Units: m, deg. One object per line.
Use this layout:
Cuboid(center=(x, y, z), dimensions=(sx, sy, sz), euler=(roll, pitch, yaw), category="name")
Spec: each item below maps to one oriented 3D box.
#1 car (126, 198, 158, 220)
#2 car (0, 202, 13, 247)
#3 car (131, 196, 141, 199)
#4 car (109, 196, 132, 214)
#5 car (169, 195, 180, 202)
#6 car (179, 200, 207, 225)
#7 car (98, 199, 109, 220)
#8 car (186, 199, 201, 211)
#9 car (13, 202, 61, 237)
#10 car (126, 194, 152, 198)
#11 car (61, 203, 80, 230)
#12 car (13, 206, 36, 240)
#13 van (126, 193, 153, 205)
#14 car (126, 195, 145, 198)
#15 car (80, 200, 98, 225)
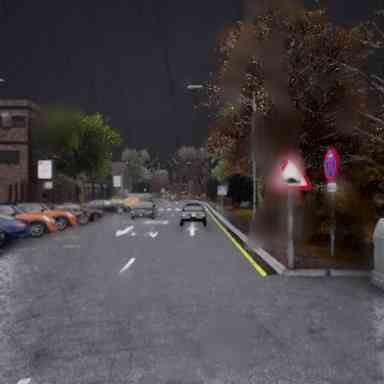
Cuboid(center=(-3.941, 1.532, 28.105), dimensions=(1.837, 1.490, 4.892), euler=(0, 0, 0), category="car")
Cuboid(center=(-9.240, 1.237, 10.748), dimensions=(5.566, 2.045, 2.435), euler=(-1, 0, -20), category="car")
Cuboid(center=(-8.937, 1.530, 37.800), dimensions=(5.366, 1.575, 1.946), euler=(-1, 0, -20), category="car")
Cuboid(center=(-9.128, 1.530, 34.736), dimensions=(4.892, 1.521, 2.231), euler=(-1, 0, -20), category="car")
Cuboid(center=(-3.732, 1.404, 70.223), dimensions=(1.994, 1.385, 4.181), euler=(0, 1, -11), category="car")
Cuboid(center=(0.101, 1.566, 24.225), dimensions=(2.033, 1.411, 5.357), euler=(0, 0, 0), category="car")
Cuboid(center=(-9.159, 1.549, 25.735), dimensions=(4.674, 1.452, 2.002), euler=(-1, 0, -20), category="car")
Cuboid(center=(0.179, 1.662, 42.976), dimensions=(1.895, 1.301, 4.718), euler=(0, 0, 0), category="car")
Cuboid(center=(-9.242, 1.369, 16.723), dimensions=(4.553, 1.767, 2.185), euler=(-1, 0, -20), category="car")
Cuboid(center=(-9.275, 1.554, 49.688), dimensions=(5.366, 1.575, 1.946), euler=(-1, 0, -20), category="car")
Cuboid(center=(-9.223, 1.373, 19.724), dimensions=(4.553, 1.767, 2.185), euler=(-1, 0, -20), category="car")
Cuboid(center=(-9.226, 1.530, 13.726), dimensions=(4.674, 1.452, 2.002), euler=(-1, 0, -20), category="car")
Cuboid(center=(-9.256, 1.241, 58.702), dimensions=(4.442, 1.987, 1.878), euler=(-1, 1, -20), category="van")
Cuboid(center=(-8.932, 1.537, 40.802), dimensions=(5.366, 1.575, 1.946), euler=(-1, 0, -20), category="car")
Cuboid(center=(-9.145, 1.532, 22.744), dimensions=(4.792, 1.488, 2.163), euler=(-1, 0, -20), category="car")
